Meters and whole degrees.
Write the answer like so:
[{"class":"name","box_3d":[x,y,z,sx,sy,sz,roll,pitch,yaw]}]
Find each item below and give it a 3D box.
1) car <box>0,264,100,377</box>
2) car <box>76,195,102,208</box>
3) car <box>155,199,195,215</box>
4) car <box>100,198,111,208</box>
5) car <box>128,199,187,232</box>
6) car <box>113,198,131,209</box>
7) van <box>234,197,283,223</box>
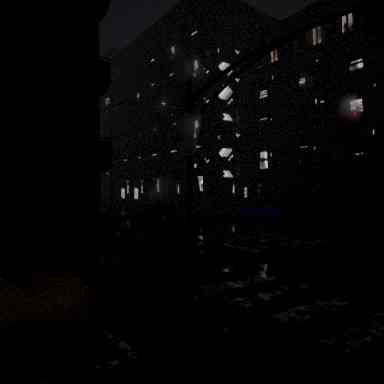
[{"class":"car","box_3d":[-3.622,1.524,3.982,4.829,1.417,1.752,0,0,-36]},{"class":"car","box_3d":[-14.710,1.308,47.371,2.097,1.767,4.553,0,0,-35]},{"class":"car","box_3d":[-1.875,1.472,34.190,1.752,1.417,4.829,0,0,-36]},{"class":"car","box_3d":[-11.753,1.485,47.797,1.887,1.381,4.507,0,0,-36]},{"class":"car","box_3d":[-1.915,1.453,19.981,1.967,1.590,4.097,0,0,-36]},{"class":"car","box_3d":[-8.427,1.485,43.215,1.887,1.381,4.507,0,0,-36]},{"class":"van","box_3d":[4.877,1.303,24.889,1.690,1.788,3.998,0,0,-36]}]
